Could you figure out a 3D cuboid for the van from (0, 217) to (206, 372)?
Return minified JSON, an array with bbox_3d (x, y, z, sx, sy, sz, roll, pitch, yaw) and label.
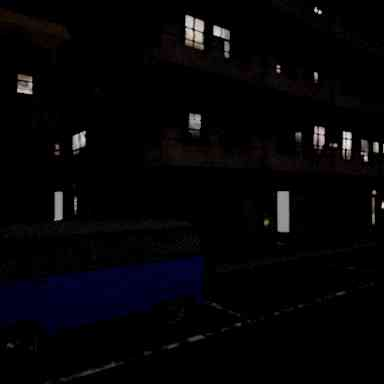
[{"bbox_3d":[-1.665,1.350,5.384,3.998,1.788,1.690,0,-1,-36],"label":"van"}]
